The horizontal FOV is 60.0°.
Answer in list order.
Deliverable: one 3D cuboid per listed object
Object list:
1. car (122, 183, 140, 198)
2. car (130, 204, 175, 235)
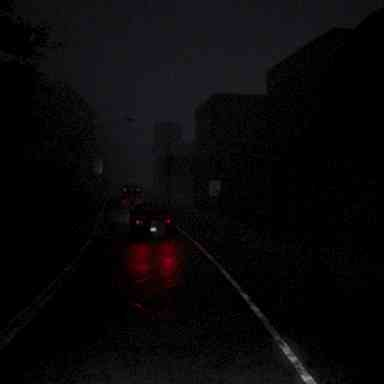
[{"bbox_3d":[-7.573,-0.283,41.330,2.097,1.767,4.553,-1,3,-12],"label":"car"},{"bbox_3d":[-2.112,1.233,16.452,1.895,1.301,4.718,-1,2,-12],"label":"car"}]
